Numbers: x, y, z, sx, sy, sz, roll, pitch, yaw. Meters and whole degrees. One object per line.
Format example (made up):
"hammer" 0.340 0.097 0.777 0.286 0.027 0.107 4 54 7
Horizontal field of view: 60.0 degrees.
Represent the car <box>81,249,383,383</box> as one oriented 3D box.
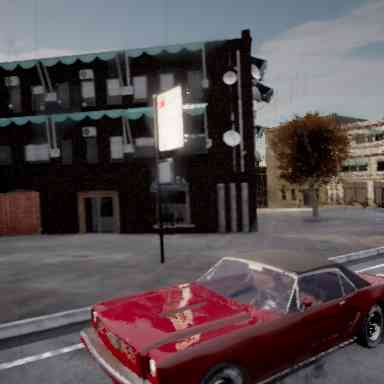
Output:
"car" 0.992 1.600 4.702 4.718 1.301 1.895 0 0 -36
